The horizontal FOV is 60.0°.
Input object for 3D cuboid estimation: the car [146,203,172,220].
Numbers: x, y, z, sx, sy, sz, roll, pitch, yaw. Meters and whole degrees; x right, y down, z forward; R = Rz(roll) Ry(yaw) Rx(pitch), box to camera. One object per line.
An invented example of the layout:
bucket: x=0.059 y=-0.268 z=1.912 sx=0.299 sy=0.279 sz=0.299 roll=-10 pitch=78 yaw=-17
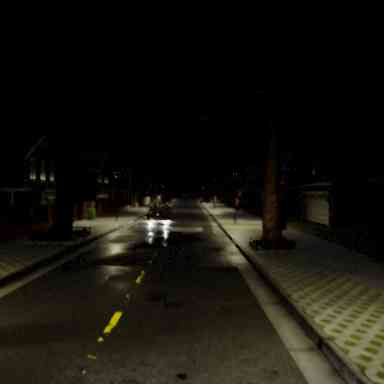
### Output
car: x=-2.811 y=1.676 z=29.291 sx=1.994 sy=1.385 sz=4.181 roll=0 pitch=0 yaw=0
